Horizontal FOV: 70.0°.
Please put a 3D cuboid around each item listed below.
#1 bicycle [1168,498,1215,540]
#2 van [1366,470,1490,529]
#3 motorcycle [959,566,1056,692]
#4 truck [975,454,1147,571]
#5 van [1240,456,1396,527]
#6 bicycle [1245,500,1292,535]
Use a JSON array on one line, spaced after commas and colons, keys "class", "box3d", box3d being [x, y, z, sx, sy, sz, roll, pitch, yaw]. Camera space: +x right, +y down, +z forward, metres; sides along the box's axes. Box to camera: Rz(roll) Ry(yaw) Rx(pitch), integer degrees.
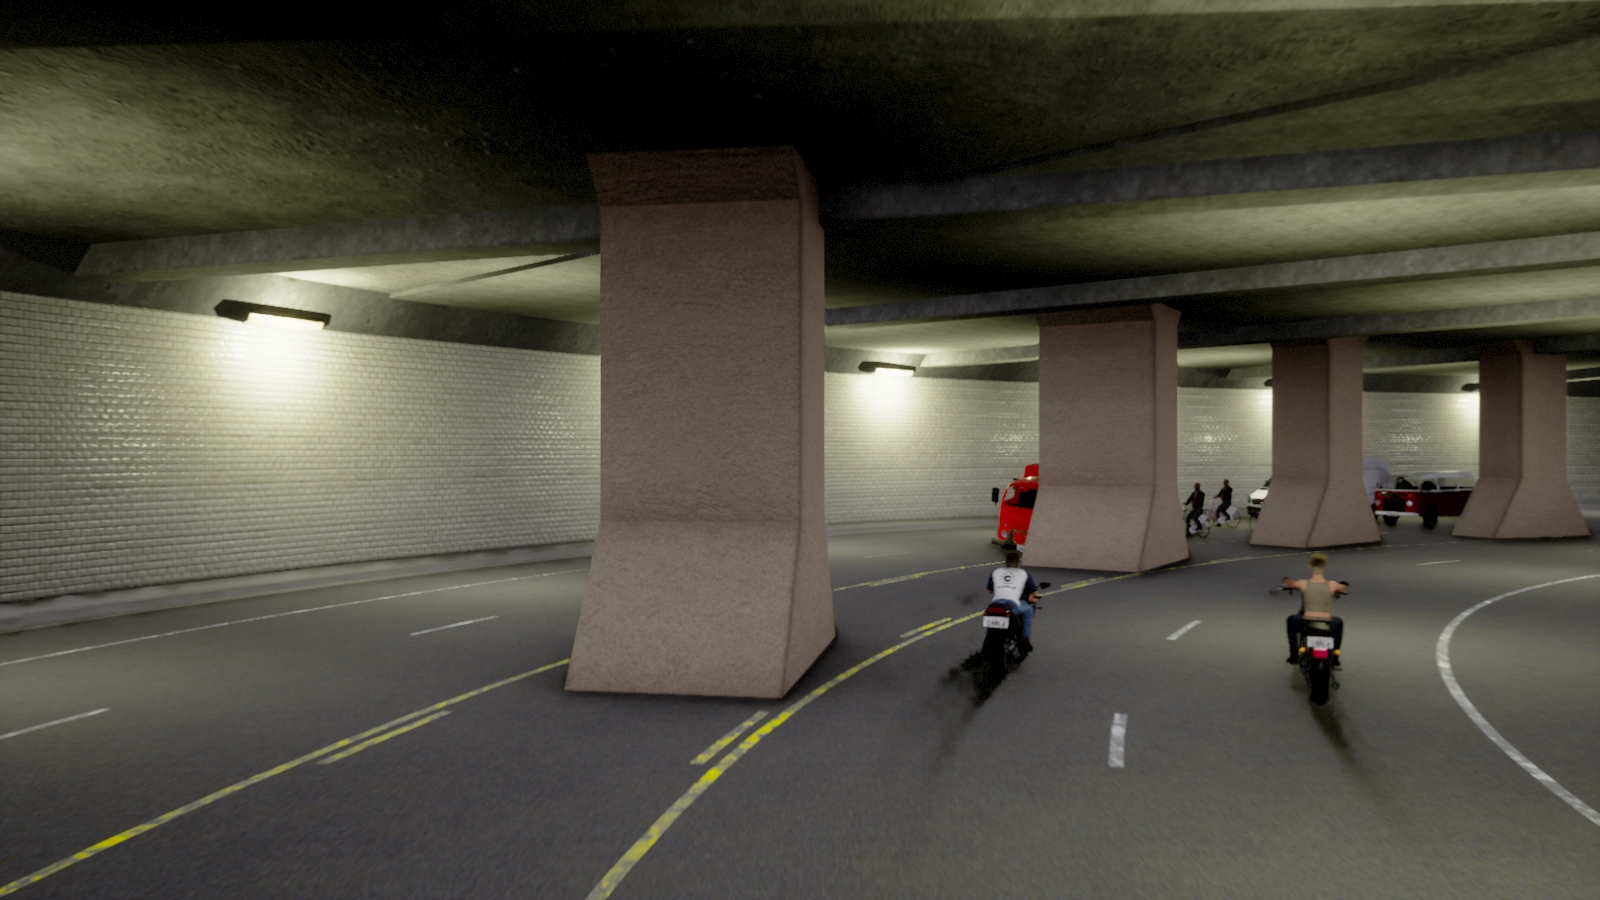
[{"class": "bicycle", "box3d": [12.311, 2.170, 35.899, 1.835, 1.251, 0.329, 0, 0, -33]}, {"class": "van", "box3d": [23.384, 1.782, 42.523, 4.480, 2.038, 2.069, 0, 0, -30]}, {"class": "motorcycle", "box3d": [2.624, 2.173, 14.256, 0.803, 1.224, 2.033, 1, 0, 21]}, {"class": "truck", "box3d": [7.598, 1.667, 32.876, 2.627, 2.467, 5.204, 8, 9, 38]}, {"class": "van", "box3d": [19.935, 1.534, 43.965, 5.915, 2.561, 1.988, 0, 0, -23]}, {"class": "bicycle", "box3d": [15.544, 2.233, 37.896, 1.835, 1.126, 0.329, 0, 0, -28]}]
